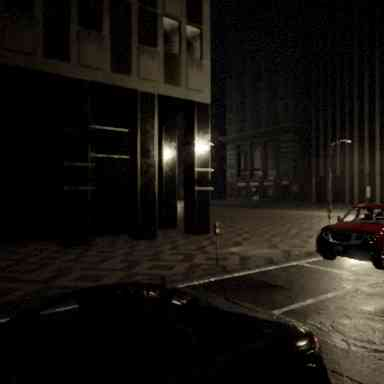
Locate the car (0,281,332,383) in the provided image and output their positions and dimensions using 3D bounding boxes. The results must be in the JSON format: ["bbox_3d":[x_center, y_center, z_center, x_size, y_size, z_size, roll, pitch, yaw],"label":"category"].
[{"bbox_3d":[-0.746,1.566,2.709,4.181,1.385,1.994,0,0,-35],"label":"car"}]

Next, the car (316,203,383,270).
[{"bbox_3d":[6.309,1.322,11.182,5.009,1.841,2.192,0,0,-36],"label":"car"}]
